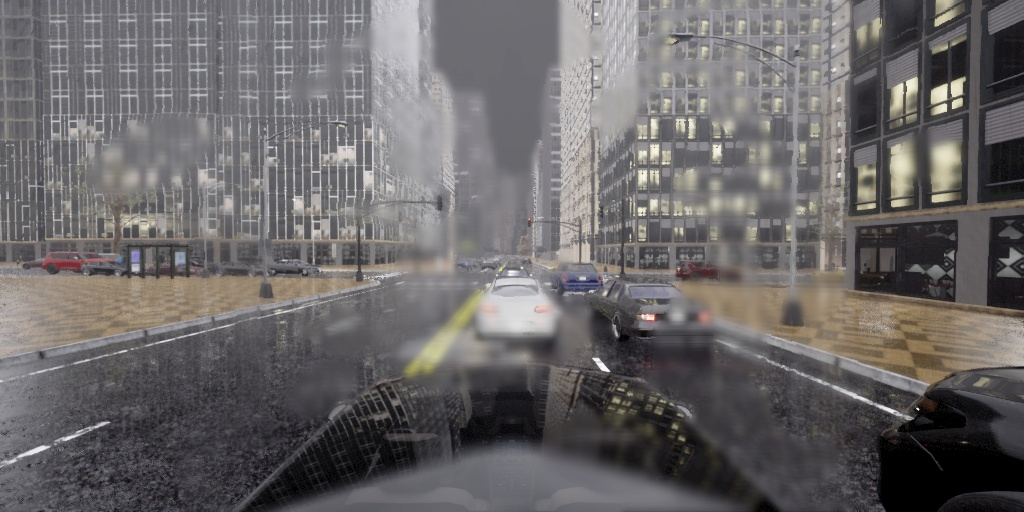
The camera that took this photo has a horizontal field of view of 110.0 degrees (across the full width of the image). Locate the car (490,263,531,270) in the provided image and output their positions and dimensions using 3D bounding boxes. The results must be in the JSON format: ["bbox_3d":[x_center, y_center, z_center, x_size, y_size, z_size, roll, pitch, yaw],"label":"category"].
[{"bbox_3d":[0.112,1.288,18.888,2.033,1.411,5.357,0,0,0],"label":"car"}]

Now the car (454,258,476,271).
[{"bbox_3d":[-6.588,1.068,49.244,2.097,1.767,4.553,0,0,1],"label":"car"}]

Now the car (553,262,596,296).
[{"bbox_3d":[3.363,1.093,19.168,2.097,1.767,4.553,0,0,0],"label":"car"}]

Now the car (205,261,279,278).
[{"bbox_3d":[-22.710,1.174,30.270,4.313,1.339,1.948,0,0,1],"label":"car"}]

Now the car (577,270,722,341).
[{"bbox_3d":[3.358,1.293,9.782,2.033,1.411,5.357,0,0,0],"label":"car"}]

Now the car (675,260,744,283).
[{"bbox_3d":[16.214,1.269,29.713,5.009,1.841,2.192,0,0,1],"label":"car"}]

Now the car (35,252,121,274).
[{"bbox_3d":[-40.016,0.628,33.346,5.566,2.045,2.150,1,1,1],"label":"car"}]

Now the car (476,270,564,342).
[{"bbox_3d":[0.105,1.272,9.644,1.812,1.442,4.674,0,0,0],"label":"car"}]

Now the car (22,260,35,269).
[{"bbox_3d":[-50.941,0.793,39.373,4.207,1.307,1.802,0,0,1],"label":"car"}]

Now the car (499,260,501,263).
[{"bbox_3d":[-3.283,1.304,60.987,1.895,1.301,4.718,0,0,0],"label":"car"}]

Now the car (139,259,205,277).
[{"bbox_3d":[-28.394,1.138,30.407,4.207,1.307,1.802,0,0,1],"label":"car"}]

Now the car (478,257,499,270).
[{"bbox_3d":[-3.305,1.262,51.227,2.033,1.411,5.357,0,0,0],"label":"car"}]

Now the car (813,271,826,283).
[{"bbox_3d":[27.663,1.579,29.507,4.829,1.417,1.751,0,0,1],"label":"car"}]

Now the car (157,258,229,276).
[{"bbox_3d":[-29.416,0.981,33.120,5.008,1.535,1.882,1,1,1],"label":"car"}]

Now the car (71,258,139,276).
[{"bbox_3d":[-34.074,1.069,30.584,4.313,1.339,1.948,0,0,1],"label":"car"}]

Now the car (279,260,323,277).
[{"bbox_3d":[-20.005,1.080,32.920,4.902,1.511,2.128,1,1,1],"label":"car"}]

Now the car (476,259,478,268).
[{"bbox_3d":[-6.544,1.211,58.341,1.837,1.490,4.892,0,0,0],"label":"car"}]
